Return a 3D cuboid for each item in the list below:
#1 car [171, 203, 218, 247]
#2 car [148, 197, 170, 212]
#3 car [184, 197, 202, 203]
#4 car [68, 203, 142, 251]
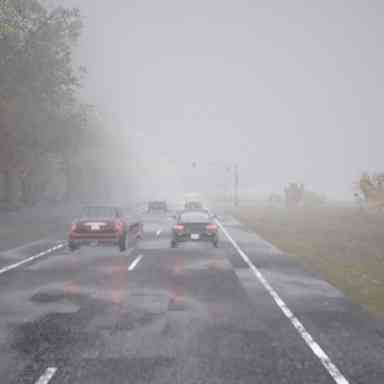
[{"bbox_3d":[0.107,1.419,14.278,1.812,1.442,4.674,0,0,0],"label":"car"},{"bbox_3d":[-3.385,1.219,34.203,1.882,1.535,5.008,0,0,0],"label":"car"},{"bbox_3d":[0.119,1.268,34.238,1.812,1.442,4.674,0,0,0],"label":"car"},{"bbox_3d":[-3.394,1.249,13.816,2.097,1.767,4.553,0,0,0],"label":"car"}]
